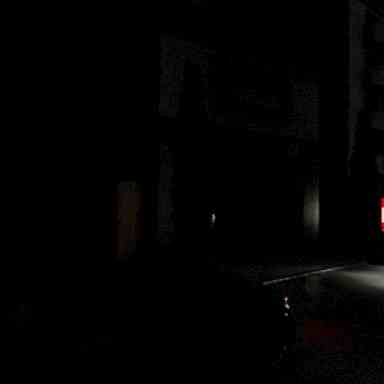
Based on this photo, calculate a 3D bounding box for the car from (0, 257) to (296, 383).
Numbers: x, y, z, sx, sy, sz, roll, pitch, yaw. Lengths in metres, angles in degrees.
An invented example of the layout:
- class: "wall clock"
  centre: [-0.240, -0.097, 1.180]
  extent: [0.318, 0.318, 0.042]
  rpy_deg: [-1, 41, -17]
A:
- class: "car"
  centre: [-0.630, 1.592, 4.155]
  extent: [4.181, 1.385, 1.994]
  rpy_deg: [1, -1, -35]
